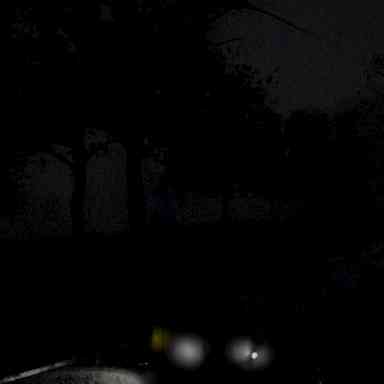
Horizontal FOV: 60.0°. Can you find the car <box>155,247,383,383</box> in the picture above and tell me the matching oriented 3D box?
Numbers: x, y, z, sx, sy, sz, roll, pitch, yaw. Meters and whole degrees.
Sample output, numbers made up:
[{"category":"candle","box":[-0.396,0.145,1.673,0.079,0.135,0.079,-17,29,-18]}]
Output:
[{"category":"car","box":[1.582,1.564,4.813,4.181,1.385,1.994,0,0,-36]}]
